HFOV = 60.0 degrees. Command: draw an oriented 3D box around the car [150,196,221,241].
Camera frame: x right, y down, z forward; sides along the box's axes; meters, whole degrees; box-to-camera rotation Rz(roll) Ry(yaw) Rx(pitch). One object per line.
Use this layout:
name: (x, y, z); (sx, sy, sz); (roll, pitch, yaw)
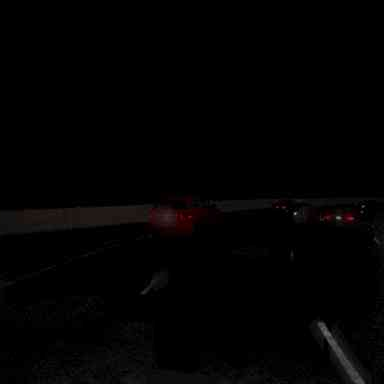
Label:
car: (-0.151, 1.196, 16.970); (2.150, 2.045, 5.566); (0, 0, 20)

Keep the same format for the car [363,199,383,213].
car: (20.245, 1.527, 37.442); (4.181, 1.385, 1.994); (0, 0, -37)

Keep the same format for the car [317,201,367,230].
car: (9.584, 1.526, 21.012); (2.033, 1.411, 5.357); (0, 0, 30)

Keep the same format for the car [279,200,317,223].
car: (8.495, 1.536, 25.415); (1.994, 1.385, 4.181); (0, 0, 33)

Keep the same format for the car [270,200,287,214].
car: (9.805, 1.507, 33.373); (2.033, 1.411, 5.357); (0, 0, 42)
